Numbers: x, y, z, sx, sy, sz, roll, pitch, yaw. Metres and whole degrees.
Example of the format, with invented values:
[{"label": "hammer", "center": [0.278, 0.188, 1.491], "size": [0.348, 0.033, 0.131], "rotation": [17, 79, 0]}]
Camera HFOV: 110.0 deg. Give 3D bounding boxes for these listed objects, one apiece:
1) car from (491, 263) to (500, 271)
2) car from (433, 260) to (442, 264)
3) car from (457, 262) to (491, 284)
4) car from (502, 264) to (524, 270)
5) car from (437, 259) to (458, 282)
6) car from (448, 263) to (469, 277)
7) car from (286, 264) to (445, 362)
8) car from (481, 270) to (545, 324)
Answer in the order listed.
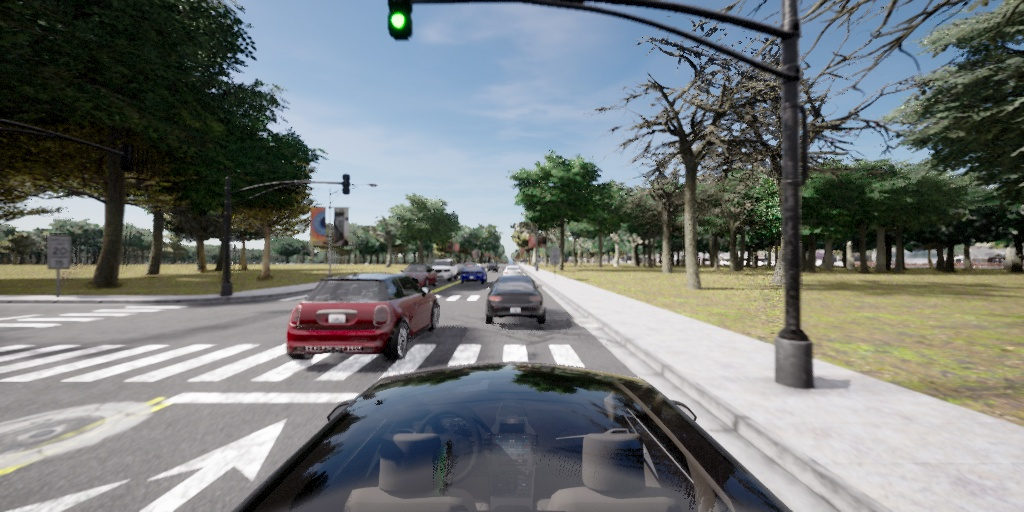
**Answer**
[{"label": "car", "center": [-3.158, 1.921, 59.599], "size": [1.837, 1.490, 4.892], "rotation": [0, 0, 0]}, {"label": "car", "center": [-6.600, 1.360, 25.039], "size": [2.097, 1.767, 4.553], "rotation": [0, -1, 0]}, {"label": "car", "center": [-3.154, 1.549, 30.650], "size": [1.882, 1.535, 5.008], "rotation": [0, -1, 0]}, {"label": "car", "center": [0.095, 1.625, 33.092], "size": [1.812, 1.442, 4.674], "rotation": [0, -1, 0]}, {"label": "car", "center": [-6.600, 1.338, 34.597], "size": [2.150, 2.045, 5.566], "rotation": [0, -1, 0]}, {"label": "car", "center": [-6.567, 1.714, 44.800], "size": [1.882, 1.535, 5.008], "rotation": [0, -1, 0]}, {"label": "car", "center": [-3.153, 1.177, 8.593], "size": [2.097, 1.767, 4.553], "rotation": [0, -1, 0]}, {"label": "car", "center": [0.099, 1.394, 12.475], "size": [1.812, 1.442, 4.674], "rotation": [0, 0, 0]}]
